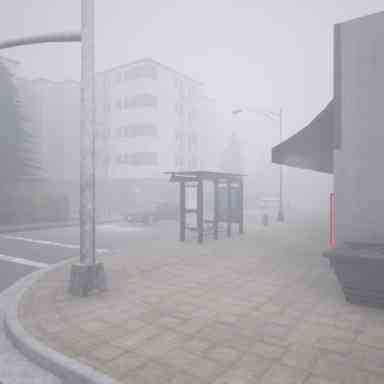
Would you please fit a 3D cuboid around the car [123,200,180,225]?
[{"bbox_3d":[-2.402,1.326,22.222,1.837,1.490,4.892,0,1,36],"label":"car"}]

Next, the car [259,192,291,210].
[{"bbox_3d":[9.951,1.047,39.354,2.150,2.045,5.566,0,0,36],"label":"car"}]
